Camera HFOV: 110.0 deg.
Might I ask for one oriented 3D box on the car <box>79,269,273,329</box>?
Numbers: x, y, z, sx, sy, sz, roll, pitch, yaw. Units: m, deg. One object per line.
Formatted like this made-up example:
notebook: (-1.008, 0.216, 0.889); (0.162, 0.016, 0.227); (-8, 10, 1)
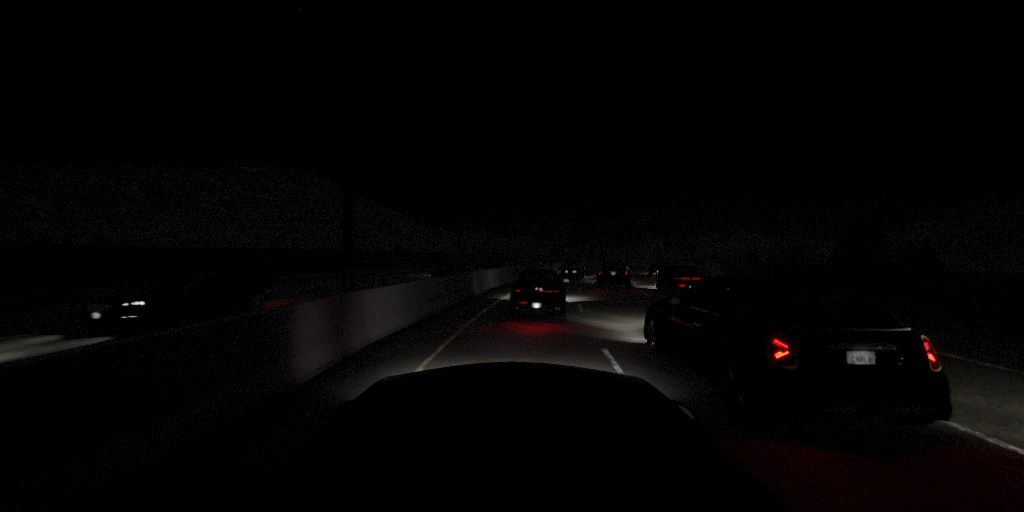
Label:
car: (-9.928, 1.192, 11.214); (2.128, 1.511, 4.902); (0, 0, 6)

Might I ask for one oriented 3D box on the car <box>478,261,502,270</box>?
car: (-3.181, 1.308, 47.855); (1.895, 1.301, 4.718); (0, 0, 26)

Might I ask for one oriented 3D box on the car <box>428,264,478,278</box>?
car: (-4.141, 1.281, 24.524); (1.994, 1.385, 4.181); (0, 0, 14)

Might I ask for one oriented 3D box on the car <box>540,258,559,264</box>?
car: (6.296, 1.093, 57.646); (2.097, 1.767, 4.553); (0, 0, 33)

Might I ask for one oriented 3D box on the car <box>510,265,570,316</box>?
car: (1.058, 1.248, 13.366); (1.837, 1.490, 4.892); (0, 0, 7)

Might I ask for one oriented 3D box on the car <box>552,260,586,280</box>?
car: (5.216, 1.302, 31.232); (2.033, 1.411, 5.357); (0, 0, 19)

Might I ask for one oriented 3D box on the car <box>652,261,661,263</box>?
car: (15.498, 1.299, 37.854); (1.837, 1.490, 4.892); (0, 0, 25)

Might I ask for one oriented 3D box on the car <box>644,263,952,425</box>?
car: (3.863, 1.116, 5.991); (2.097, 1.767, 4.553); (0, 0, 3)

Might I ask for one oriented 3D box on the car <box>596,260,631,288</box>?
car: (6.828, 1.118, 24.308); (2.097, 1.767, 4.553); (0, 0, 15)
